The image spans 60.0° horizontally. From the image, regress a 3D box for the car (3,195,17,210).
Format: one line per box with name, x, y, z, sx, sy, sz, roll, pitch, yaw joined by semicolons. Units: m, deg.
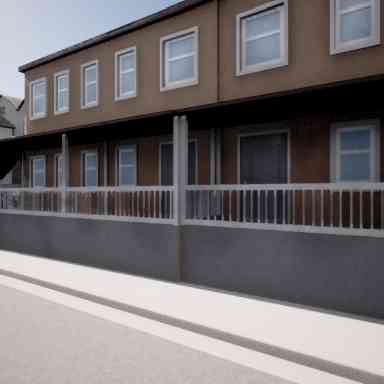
car;-15.560;1.057;28.146;1.994;1.385;4.181;0;14;35
